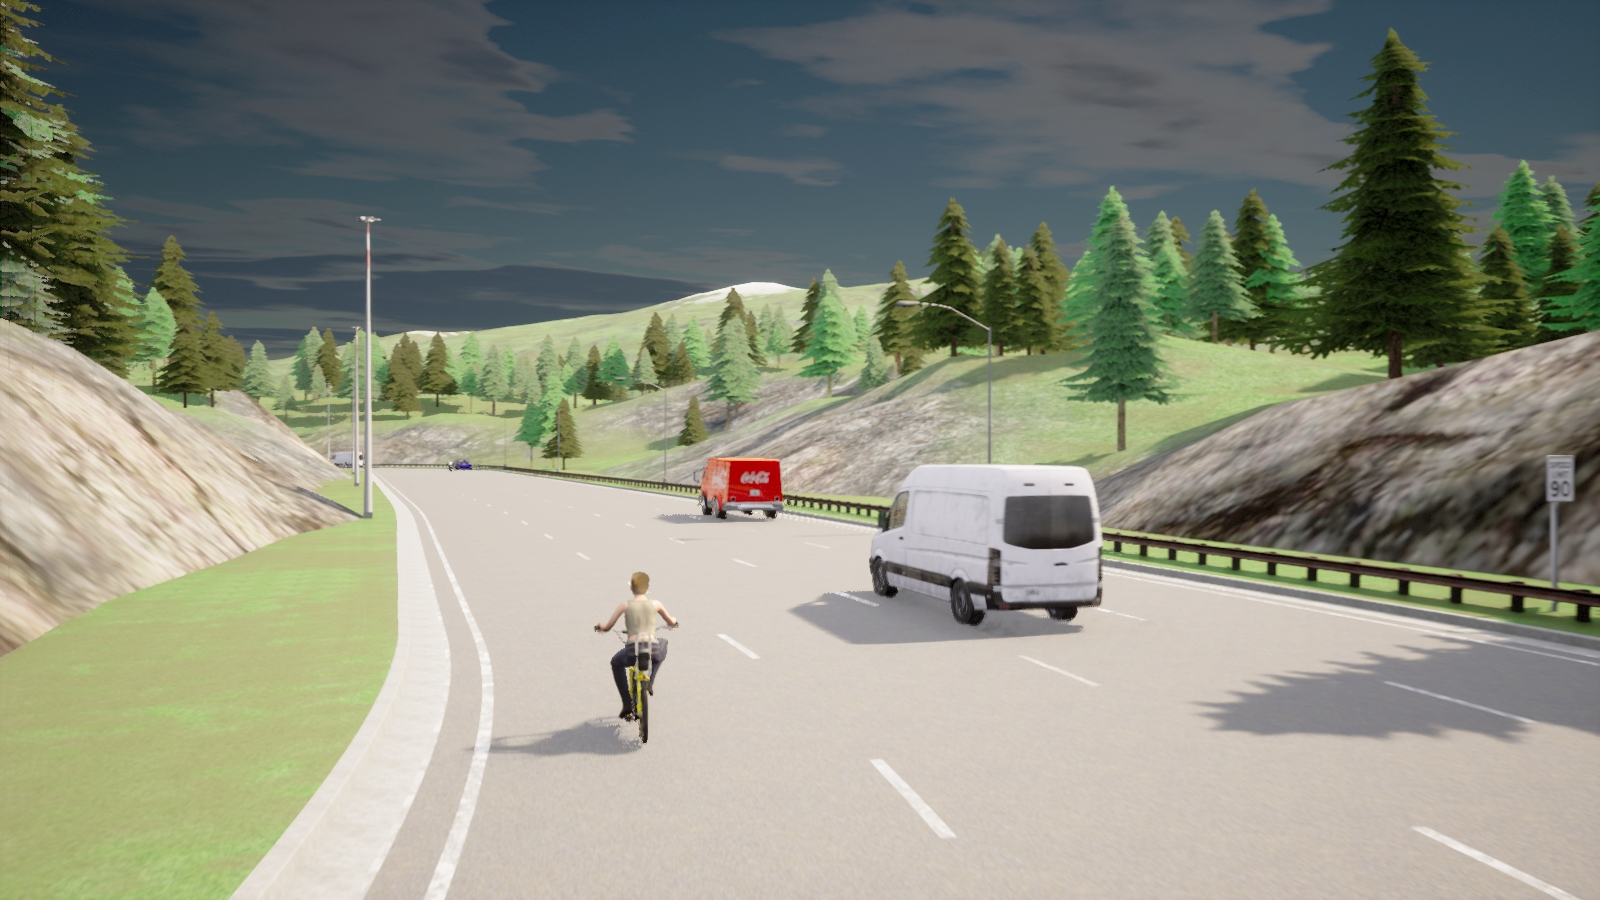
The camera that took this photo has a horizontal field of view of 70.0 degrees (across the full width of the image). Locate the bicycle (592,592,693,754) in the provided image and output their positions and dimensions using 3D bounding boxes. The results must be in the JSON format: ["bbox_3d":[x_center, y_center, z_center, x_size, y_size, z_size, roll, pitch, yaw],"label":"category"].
[{"bbox_3d":[-1.594,2.158,11.353,0.859,1.276,1.487,0,0,-13],"label":"bicycle"}]

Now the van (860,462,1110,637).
[{"bbox_3d":[3.002,1.534,20.264,1.988,2.561,5.915,0,0,-17],"label":"van"}]

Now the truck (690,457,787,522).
[{"bbox_3d":[-2.637,1.570,47.509,2.627,2.467,5.204,0,0,-20],"label":"truck"}]
